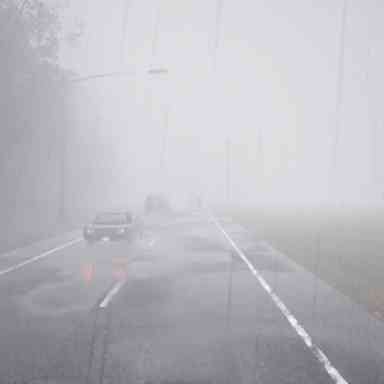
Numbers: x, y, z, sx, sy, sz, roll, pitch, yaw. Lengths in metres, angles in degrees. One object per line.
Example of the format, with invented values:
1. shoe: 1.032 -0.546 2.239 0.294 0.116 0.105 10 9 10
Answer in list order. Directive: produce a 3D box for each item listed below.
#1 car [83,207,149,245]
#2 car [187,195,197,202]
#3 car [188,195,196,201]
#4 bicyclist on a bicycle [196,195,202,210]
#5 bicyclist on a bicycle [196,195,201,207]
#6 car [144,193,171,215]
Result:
1. car: -3.394 1.572 15.356 1.895 1.301 4.718 0 0 0
2. car: 0.017 1.422 71.648 1.994 1.385 4.181 0 0 0
3. car: 0.019 1.431 82.385 1.895 1.301 4.718 0 0 0
4. bicyclist on a bicycle: 0.972 1.379 39.917 0.582 1.620 1.656 0 0 0
5. bicyclist on a bicycle: 0.976 1.279 49.598 0.659 1.776 1.843 0 0 0
6. car: -3.393 1.160 33.147 2.150 2.045 5.566 0 0 0
